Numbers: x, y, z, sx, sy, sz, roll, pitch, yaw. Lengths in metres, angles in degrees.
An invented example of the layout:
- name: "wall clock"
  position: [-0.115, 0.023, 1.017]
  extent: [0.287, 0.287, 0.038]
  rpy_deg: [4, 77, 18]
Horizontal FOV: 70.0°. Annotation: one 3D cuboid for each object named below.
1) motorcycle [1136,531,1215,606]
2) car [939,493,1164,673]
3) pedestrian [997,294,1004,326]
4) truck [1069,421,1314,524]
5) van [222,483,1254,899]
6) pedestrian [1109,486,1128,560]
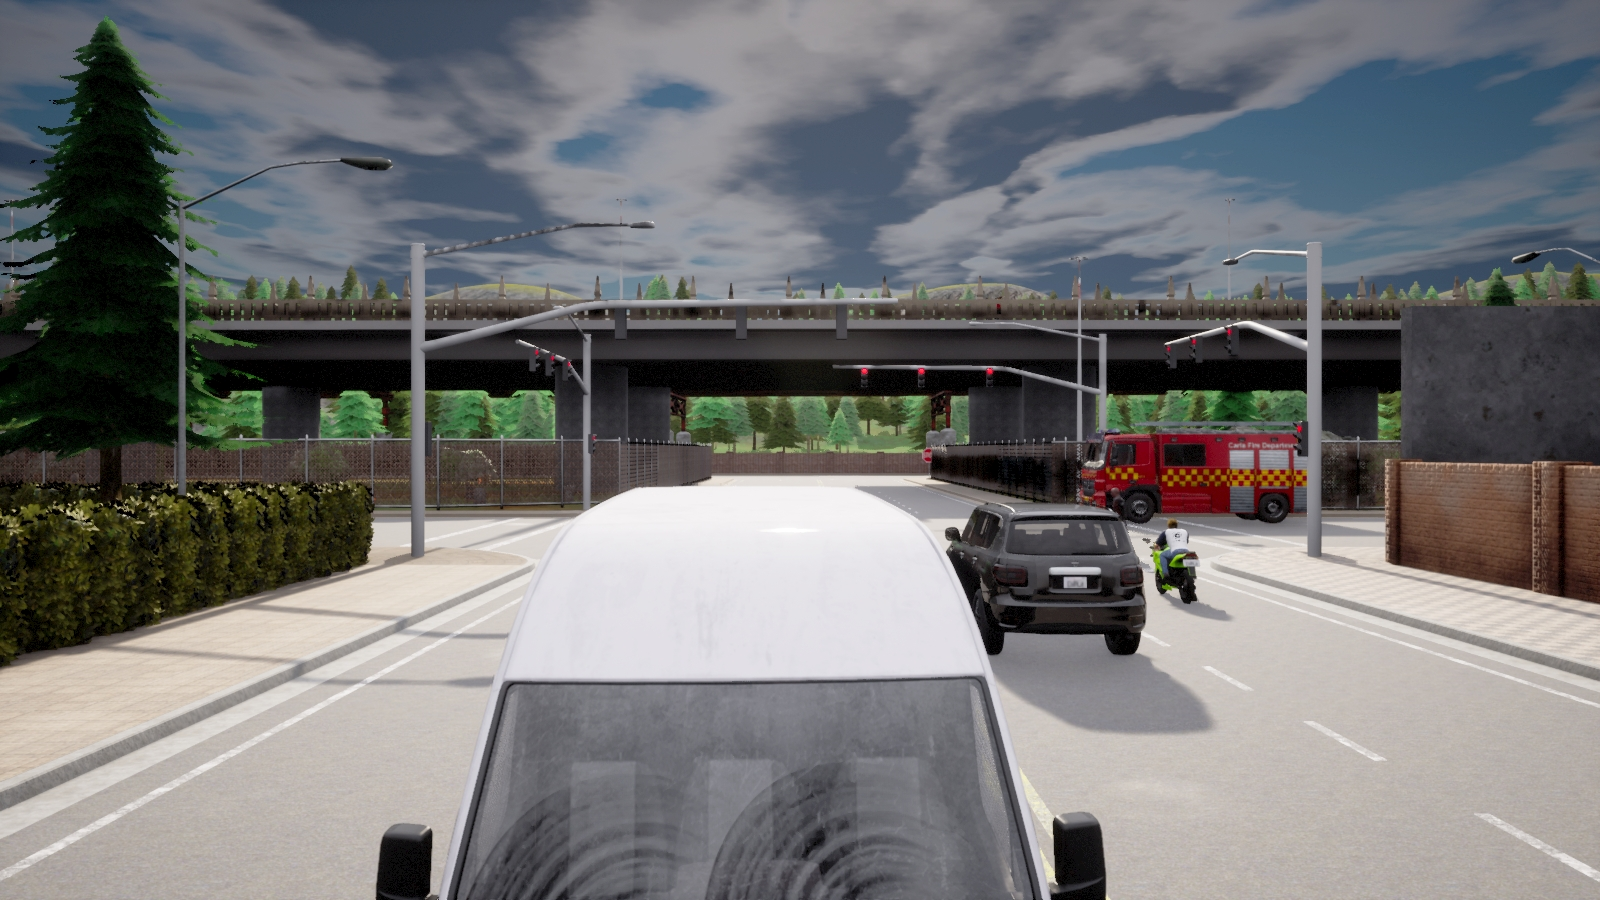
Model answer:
- name: "motorcycle"
  position: [6.995, 2.187, 21.401]
  extent: [0.803, 1.199, 2.033]
  rpy_deg: [0, 0, 0]
- name: "car"
  position: [3.496, 1.780, 17.139]
  extent: [2.150, 2.045, 5.566]
  rpy_deg: [0, 0, 0]
- name: "pedestrian"
  position: [11.873, -8.300, 67.738]
  extent: [0.375, 1.860, 0.375]
  rpy_deg: [0, 0, 0]
- name: "truck"
  position: [15.008, 0.840, 44.240]
  extent: [8.468, 3.827, 2.891]
  rpy_deg: [0, 0, 0]
- name: "van"
  position: [-0.245, 1.533, 5.167]
  extent: [1.988, 2.561, 5.915]
  rpy_deg: [0, 0, -3]
- name: "pedestrian"
  position: [8.082, 1.841, 28.991]
  extent: [0.375, 1.860, 0.375]
  rpy_deg: [0, 0, 0]
